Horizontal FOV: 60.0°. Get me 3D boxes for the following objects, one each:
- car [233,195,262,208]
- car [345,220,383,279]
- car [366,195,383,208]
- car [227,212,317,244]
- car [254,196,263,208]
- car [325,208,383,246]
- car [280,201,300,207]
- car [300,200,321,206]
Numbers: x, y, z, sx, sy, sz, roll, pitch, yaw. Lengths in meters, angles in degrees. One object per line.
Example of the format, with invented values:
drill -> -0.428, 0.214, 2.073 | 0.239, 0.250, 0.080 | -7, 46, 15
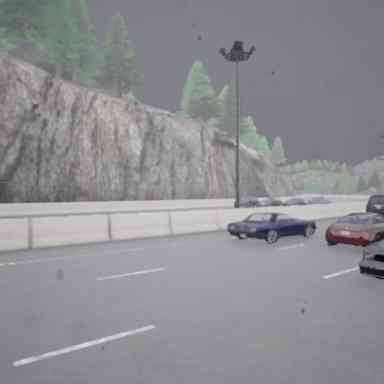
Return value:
car -> 8.242, 1.418, 49.354 | 2.097, 1.767, 4.553 | 0, 0, 42
car -> 6.475, 1.557, 8.904 | 5.357, 1.411, 2.033 | 0, 0, -39
car -> 15.762, 1.252, 26.542 | 5.566, 2.045, 2.150 | 0, 0, -44
car -> 3.959, 1.622, 15.877 | 4.718, 1.301, 1.895 | 0, 0, -39
car -> 11.313, 1.553, 47.538 | 2.128, 1.511, 4.902 | 0, 0, 41
car -> 7.547, 1.580, 14.329 | 4.181, 1.385, 1.994 | 0, 0, -40
car -> 14.078, 1.562, 45.378 | 1.837, 1.490, 4.892 | 0, 0, 41
car -> 16.112, 1.403, 42.422 | 2.097, 1.767, 4.553 | 0, 0, 42
